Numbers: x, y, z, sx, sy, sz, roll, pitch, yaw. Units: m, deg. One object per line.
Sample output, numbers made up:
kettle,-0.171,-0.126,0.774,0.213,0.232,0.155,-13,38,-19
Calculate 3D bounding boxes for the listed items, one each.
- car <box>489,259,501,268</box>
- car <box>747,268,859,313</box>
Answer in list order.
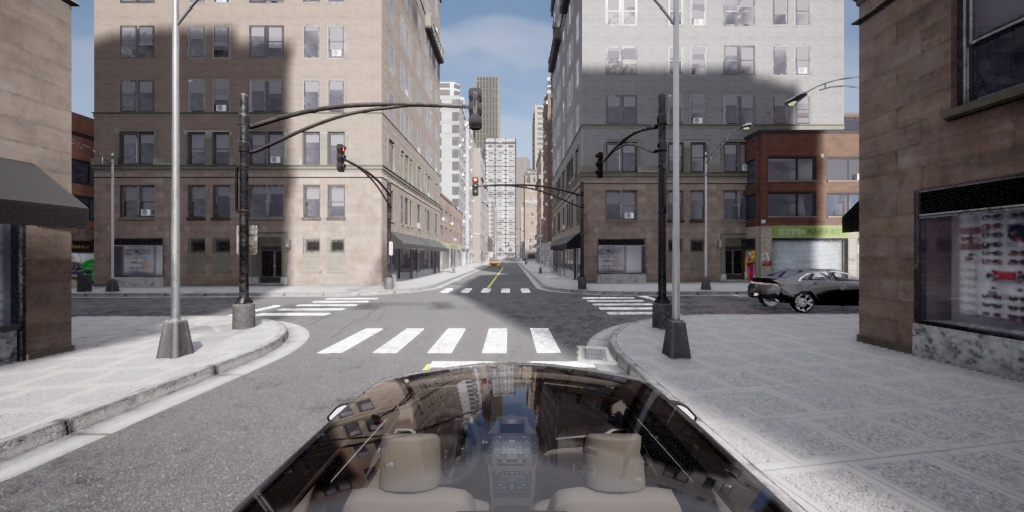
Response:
car,-2.998,1.208,62.908,1.882,1.535,5.008,0,0,0
car,11.427,1.209,13.225,4.902,1.511,2.128,0,0,0
